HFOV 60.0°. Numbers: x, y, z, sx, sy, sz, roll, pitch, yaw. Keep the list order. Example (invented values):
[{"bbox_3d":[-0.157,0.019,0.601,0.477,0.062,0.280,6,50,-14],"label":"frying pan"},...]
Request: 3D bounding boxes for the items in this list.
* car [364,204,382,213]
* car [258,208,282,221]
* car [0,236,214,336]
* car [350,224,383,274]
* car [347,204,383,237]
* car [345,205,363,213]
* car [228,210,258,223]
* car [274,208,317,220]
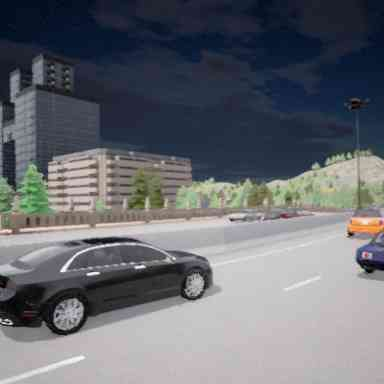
[{"bbox_3d":[35.942,3.315,66.013,2.097,1.767,4.553,-2,-5,40],"label":"car"},{"bbox_3d":[9.204,2.408,34.630,1.837,1.490,4.892,-2,-2,40],"label":"car"},{"bbox_3d":[-1.637,1.734,7.246,4.892,1.490,1.837,1,-2,-41],"label":"car"},{"bbox_3d":[6.916,1.826,10.516,1.895,1.301,4.718,-2,-2,44],"label":"car"},{"bbox_3d":[11.351,1.821,20.734,2.097,1.767,4.553,-2,-2,41],"label":"car"},{"bbox_3d":[33.250,3.581,68.240,2.128,1.511,4.902,-2,-5,40],"label":"car"},{"bbox_3d":[5.830,2.586,36.060,1.895,1.301,4.718,-2,-2,40],"label":"car"},{"bbox_3d":[9.460,2.351,29.522,1.895,1.301,4.718,-2,-2,40],"label":"car"}]
